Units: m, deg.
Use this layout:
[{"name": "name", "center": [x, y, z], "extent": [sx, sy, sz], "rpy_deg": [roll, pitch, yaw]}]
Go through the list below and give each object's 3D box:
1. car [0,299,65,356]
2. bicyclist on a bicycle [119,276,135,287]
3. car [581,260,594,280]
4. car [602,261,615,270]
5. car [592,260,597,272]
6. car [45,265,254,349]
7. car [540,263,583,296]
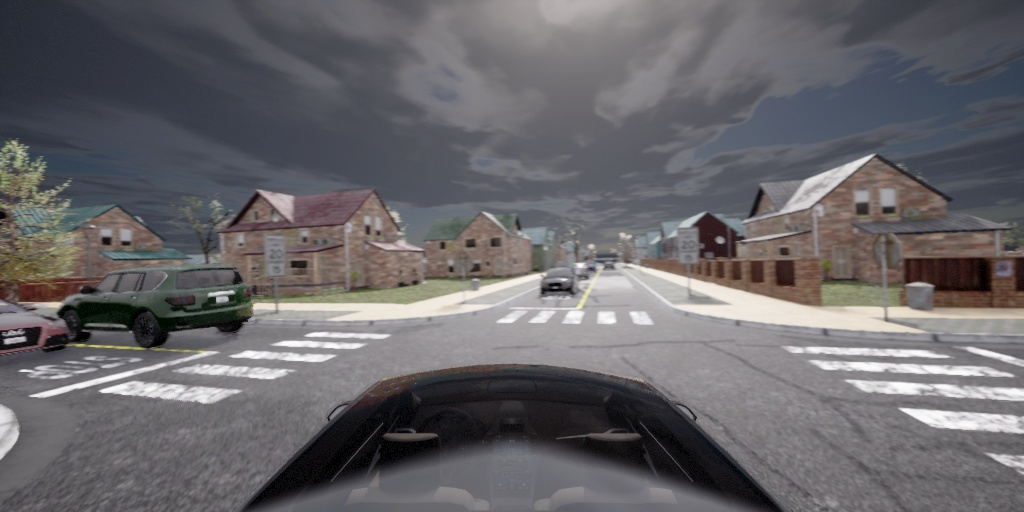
[{"name": "car", "center": [-12.841, 1.731, 8.385], "extent": [4.181, 1.385, 1.994], "rpy_deg": [-2, 0, 15]}, {"name": "bicyclist on a bicycle", "center": [-16.479, 1.604, 15.398], "extent": [0.582, 1.620, 1.656], "rpy_deg": [-2, 0, 15]}, {"name": "car", "center": [6.265, 1.424, 33.623], "extent": [2.128, 1.511, 4.902], "rpy_deg": [-2, -1, 15]}, {"name": "car", "center": [15.619, 1.525, 57.772], "extent": [1.812, 1.442, 4.674], "rpy_deg": [-2, -1, 15]}, {"name": "car", "center": [10.701, 1.383, 50.118], "extent": [2.097, 1.767, 4.553], "rpy_deg": [-2, -1, 15]}, {"name": "car", "center": [-10.168, 1.319, 10.299], "extent": [5.566, 2.045, 2.150], "rpy_deg": [-2, 0, 18]}, {"name": "car", "center": [2.808, 1.375, 20.607], "extent": [1.837, 1.490, 4.892], "rpy_deg": [-2, -1, 15]}]
